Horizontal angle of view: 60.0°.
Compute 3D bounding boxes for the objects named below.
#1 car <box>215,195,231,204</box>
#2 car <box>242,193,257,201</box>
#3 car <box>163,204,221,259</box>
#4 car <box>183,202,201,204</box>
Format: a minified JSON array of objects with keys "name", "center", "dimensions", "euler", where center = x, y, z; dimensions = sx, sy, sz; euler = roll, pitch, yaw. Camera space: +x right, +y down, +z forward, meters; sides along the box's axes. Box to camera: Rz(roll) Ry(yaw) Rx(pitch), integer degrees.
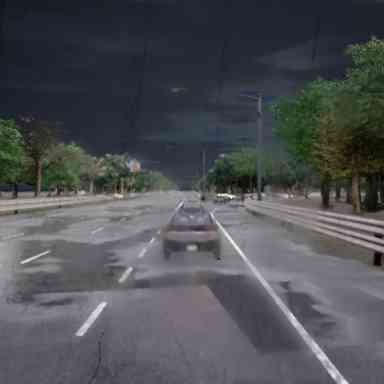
[{"name":"car","center":[5.125,1.177,54.631],"dimensions":[2.128,1.511,4.902],"euler":[0,0,20]},{"name":"car","center":[12.180,1.063,69.698],"dimensions":[1.882,1.535,5.008],"euler":[0,0,32]},{"name":"car","center":[0.000,1.421,12.197],"dimensions":[2.128,1.511,4.902],"euler":[0,0,0]},{"name":"car","center":[0.025,1.455,25.628],"dimensions":[1.895,1.301,4.718],"euler":[0,0,1]}]
